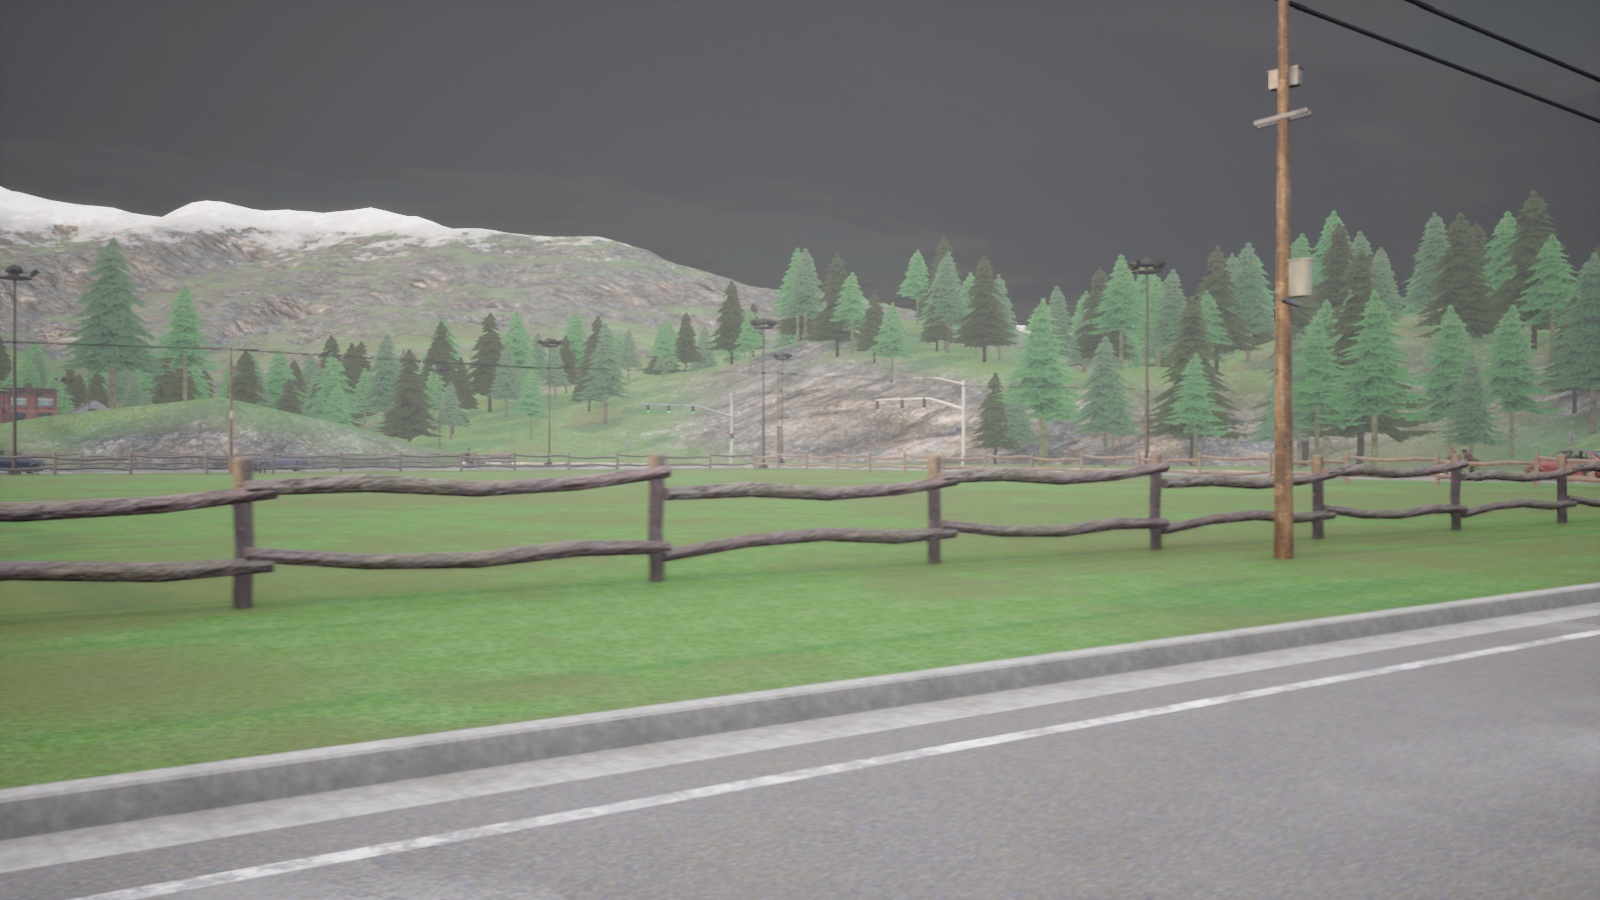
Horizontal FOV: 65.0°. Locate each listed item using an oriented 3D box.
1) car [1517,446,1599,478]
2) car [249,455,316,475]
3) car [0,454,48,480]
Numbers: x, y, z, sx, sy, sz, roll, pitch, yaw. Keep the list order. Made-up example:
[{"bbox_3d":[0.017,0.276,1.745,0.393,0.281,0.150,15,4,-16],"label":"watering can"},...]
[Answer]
[{"bbox_3d":[40.084,0.591,65.798,1.851,1.617,3.988,0,0,-34],"label":"car"},{"bbox_3d":[-37.547,1.073,91.193,4.181,1.385,1.994,0,0,-35],"label":"car"},{"bbox_3d":[-47.536,1.002,75.615,3.705,1.549,1.789,0,0,-35],"label":"car"}]
